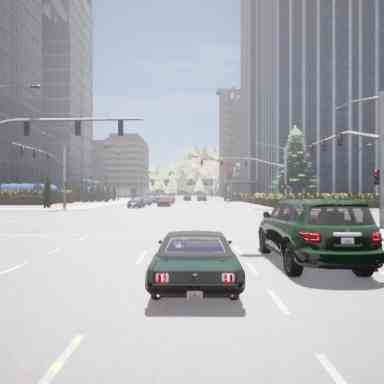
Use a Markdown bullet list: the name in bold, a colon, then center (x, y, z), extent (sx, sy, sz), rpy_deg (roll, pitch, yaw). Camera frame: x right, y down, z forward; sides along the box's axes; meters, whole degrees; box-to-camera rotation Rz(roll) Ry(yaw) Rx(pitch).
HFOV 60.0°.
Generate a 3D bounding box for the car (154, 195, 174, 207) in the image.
- **car**: center (-4.304, 1.460, 51.792), extent (1.882, 1.535, 5.008), rpy_deg (0, 0, -1)

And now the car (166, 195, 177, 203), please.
- **car**: center (-4.514, 1.499, 72.352), extent (2.128, 1.511, 4.902), rpy_deg (0, 0, -1)

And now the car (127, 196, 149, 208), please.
- **car**: center (-7.799, 1.475, 46.707), extent (2.128, 1.511, 4.902), rpy_deg (0, 0, 1)

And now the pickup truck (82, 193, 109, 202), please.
- **pickup truck**: center (-21.151, 1.034, 73.381), extent (2.390, 2.098, 6.274), rpy_deg (0, 0, 30)

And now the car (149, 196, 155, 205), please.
- **car**: center (-7.866, 1.507, 55.962), extent (1.812, 1.442, 4.674), rpy_deg (0, 0, -1)

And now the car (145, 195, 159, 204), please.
- **car**: center (-7.953, 1.469, 66.168), extent (2.128, 1.511, 4.902), rpy_deg (0, 0, 0)

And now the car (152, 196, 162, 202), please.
- **car**: center (-8.070, 1.562, 76.348), extent (1.895, 1.301, 4.718), rpy_deg (0, 0, -1)

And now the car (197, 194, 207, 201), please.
- **car**: center (2.397, 1.321, 78.784), extent (2.097, 1.767, 4.553), rpy_deg (0, 0, -1)

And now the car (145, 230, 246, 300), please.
- **car**: center (0.076, 1.598, 8.321), extent (1.895, 1.301, 4.718), rpy_deg (0, 0, 0)

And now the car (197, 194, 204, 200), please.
- **car**: center (2.254, 1.356, 89.065), extent (1.882, 1.535, 5.008), rpy_deg (0, 0, -1)

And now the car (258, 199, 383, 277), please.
- **car**: center (3.588, 1.218, 10.349), extent (2.150, 2.045, 5.566), rpy_deg (0, 0, 0)

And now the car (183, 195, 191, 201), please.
- **car**: center (-1.244, 1.509, 88.871), extent (2.033, 1.411, 5.357), rpy_deg (0, 0, -1)

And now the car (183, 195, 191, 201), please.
- **car**: center (-1.099, 1.473, 78.516), extent (1.837, 1.490, 4.892), rpy_deg (0, 0, -1)

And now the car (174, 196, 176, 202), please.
- **car**: center (-4.423, 1.580, 61.898), extent (1.895, 1.301, 4.718), rpy_deg (0, 0, 0)
